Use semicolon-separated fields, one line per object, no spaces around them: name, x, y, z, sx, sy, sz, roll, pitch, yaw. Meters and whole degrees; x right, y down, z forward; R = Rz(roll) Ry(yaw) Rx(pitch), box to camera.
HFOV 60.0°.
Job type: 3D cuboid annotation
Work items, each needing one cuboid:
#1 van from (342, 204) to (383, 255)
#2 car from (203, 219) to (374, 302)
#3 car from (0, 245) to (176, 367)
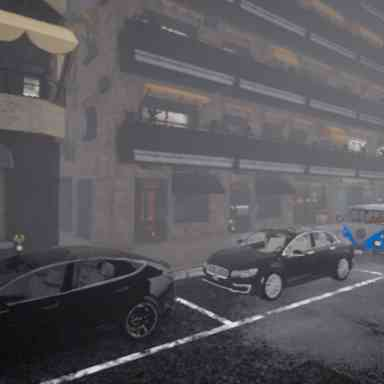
van;6.802;1.298;11.414;3.998;1.788;1.690;0;1;-36
car;2.271;1.530;8.175;4.403;1.369;2.008;0;1;-36
car;-2.258;1.568;4.933;4.313;1.339;1.947;0;1;-36
